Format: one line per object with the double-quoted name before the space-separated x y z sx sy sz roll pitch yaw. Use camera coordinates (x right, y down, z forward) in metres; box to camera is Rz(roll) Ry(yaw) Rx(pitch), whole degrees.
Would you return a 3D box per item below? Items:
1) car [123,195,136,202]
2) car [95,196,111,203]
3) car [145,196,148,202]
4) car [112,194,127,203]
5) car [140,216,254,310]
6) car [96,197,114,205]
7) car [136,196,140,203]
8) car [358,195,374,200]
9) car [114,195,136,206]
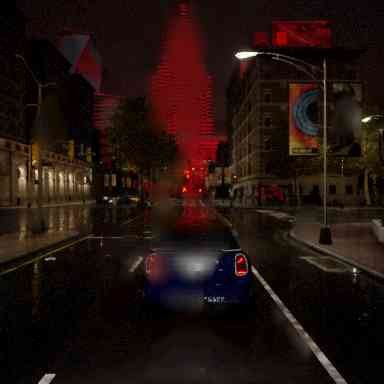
"car" -14.727 1.525 78.480 2.128 1.511 4.902 0 0 0
"car" -18.015 1.595 67.472 1.895 1.301 4.718 0 0 0
"car" -11.236 1.552 75.816 1.994 1.385 4.181 0 0 0
"car" -14.764 1.352 68.079 2.097 1.767 4.553 0 0 0
"car" 0.101 1.352 7.960 2.097 1.767 4.553 0 0 0
"car" -14.876 1.547 57.969 2.033 1.411 5.357 0 0 0
"car" -11.300 1.478 65.943 1.882 1.535 5.008 0 0 1
"car" 34.684 1.481 68.681 2.231 1.521 4.892 0 0 0
"car" -11.386 1.526 56.795 1.812 1.442 4.674 0 0 0
